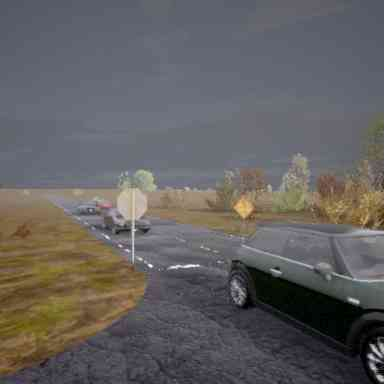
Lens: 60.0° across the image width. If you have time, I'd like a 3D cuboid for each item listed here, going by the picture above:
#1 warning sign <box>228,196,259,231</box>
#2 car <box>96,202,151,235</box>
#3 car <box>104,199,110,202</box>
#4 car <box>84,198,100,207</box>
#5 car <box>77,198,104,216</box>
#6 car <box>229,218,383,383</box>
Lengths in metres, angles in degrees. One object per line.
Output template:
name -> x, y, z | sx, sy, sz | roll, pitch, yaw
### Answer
warning sign -> 2.842, 1.140, 18.308 | 1.300, 1.860, 1.060 | 0, 0, -25
car -> -3.985, 1.556, 19.378 | 2.033, 1.411, 5.357 | 0, 0, -25
car -> -11.665, 1.604, 43.575 | 1.994, 1.385, 4.181 | 0, 0, -24
car -> -15.882, 1.649, 52.625 | 1.895, 1.301, 4.718 | 0, 0, -25
car -> -10.395, 1.586, 33.336 | 1.994, 1.385, 4.181 | 0, 0, -24
car -> 2.486, 1.352, 5.327 | 2.097, 1.767, 4.553 | 0, 0, -25
